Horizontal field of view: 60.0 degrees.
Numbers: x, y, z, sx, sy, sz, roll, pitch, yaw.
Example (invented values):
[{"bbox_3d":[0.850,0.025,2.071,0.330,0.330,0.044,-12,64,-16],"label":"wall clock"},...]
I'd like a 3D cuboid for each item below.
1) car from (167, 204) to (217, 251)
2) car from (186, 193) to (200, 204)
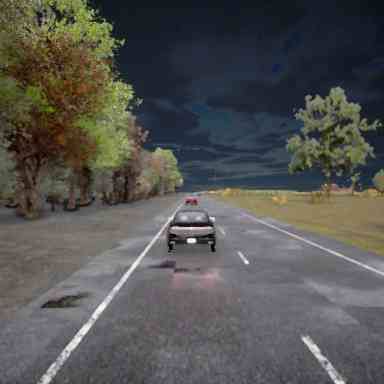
[{"bbox_3d":[-0.014,1.491,14.023,2.128,1.511,4.902,0,0,0],"label":"car"},{"bbox_3d":[-0.065,1.469,56.664,1.882,1.535,5.008,0,0,0],"label":"car"}]
